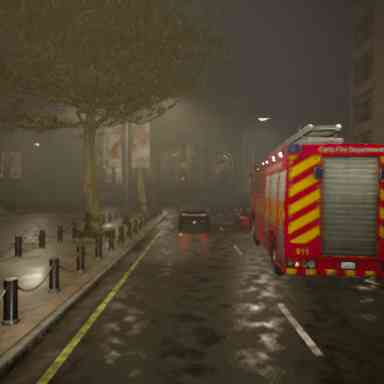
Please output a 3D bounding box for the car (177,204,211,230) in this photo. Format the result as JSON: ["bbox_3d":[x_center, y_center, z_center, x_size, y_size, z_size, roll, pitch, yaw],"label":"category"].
[{"bbox_3d":[0.104,1.458,20.546,2.128,1.511,4.902,0,0,-1],"label":"car"}]

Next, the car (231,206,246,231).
[{"bbox_3d":[3.589,1.546,20.416,1.994,1.385,4.181,0,0,0],"label":"car"}]

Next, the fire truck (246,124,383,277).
[{"bbox_3d":[3.822,0.332,11.441,2.891,3.827,8.468,1,0,5],"label":"fire truck"}]
